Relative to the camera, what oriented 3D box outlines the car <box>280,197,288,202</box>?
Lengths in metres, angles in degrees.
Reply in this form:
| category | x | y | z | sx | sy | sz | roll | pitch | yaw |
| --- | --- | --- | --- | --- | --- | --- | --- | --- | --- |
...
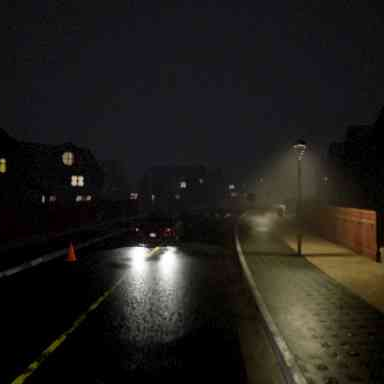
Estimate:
| category | x | y | z | sx | sy | sz | roll | pitch | yaw |
| --- | --- | --- | --- | --- | --- | --- | --- | --- | --- |
| car | 23.054 | 1.769 | 81.096 | 1.895 | 1.301 | 4.718 | -1 | 0 | 32 |

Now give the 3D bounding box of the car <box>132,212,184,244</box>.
| category | x | y | z | sx | sy | sz | roll | pitch | yaw |
| --- | --- | --- | --- | --- | --- | --- | --- | --- | --- |
| car | -1.526 | 1.660 | 16.181 | 1.994 | 1.385 | 4.181 | 0 | 0 | 5 |

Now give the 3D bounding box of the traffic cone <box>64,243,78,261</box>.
| category | x | y | z | sx | sy | sz | roll | pitch | yaw |
| --- | --- | --- | --- | --- | --- | --- | --- | --- | --- |
| traffic cone | -4.134 | 2.025 | 11.369 | 0.340 | 0.580 | 0.340 | 0 | 0 | 5 |
